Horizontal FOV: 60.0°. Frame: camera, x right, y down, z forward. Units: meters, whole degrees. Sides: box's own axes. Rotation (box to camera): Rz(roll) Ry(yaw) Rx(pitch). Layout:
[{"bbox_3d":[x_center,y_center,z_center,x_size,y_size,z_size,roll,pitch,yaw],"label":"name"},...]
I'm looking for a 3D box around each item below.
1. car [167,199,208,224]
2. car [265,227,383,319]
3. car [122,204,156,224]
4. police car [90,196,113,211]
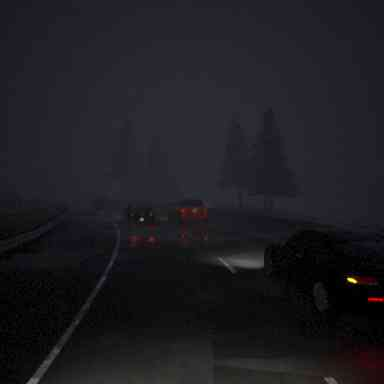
[{"bbox_3d":[-0.413,1.272,24.421,2.097,1.767,4.553,0,0,-16],"label":"car"},{"bbox_3d":[3.050,1.496,7.248,1.812,1.442,4.674,0,0,-5],"label":"car"},{"bbox_3d":[-3.980,1.528,24.250,1.895,1.301,4.718,0,0,-17],"label":"car"},{"bbox_3d":[-10.936,1.312,39.909,1.930,1.638,5.238,0,0,-29],"label":"police car"}]
